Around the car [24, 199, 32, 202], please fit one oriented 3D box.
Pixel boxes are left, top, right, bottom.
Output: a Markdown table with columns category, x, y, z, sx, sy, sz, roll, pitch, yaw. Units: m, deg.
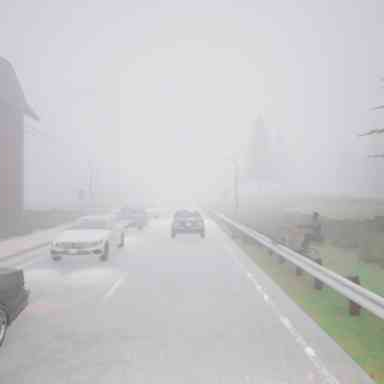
| category | x | y | z | sx | sy | sz | roll | pitch | yaw |
| --- | --- | --- | --- | --- | --- | --- | --- | --- | --- |
| car | -33.577 | 2.210 | 67.308 | 1.784 | 1.438 | 3.905 | 0 | 0 | -2 |

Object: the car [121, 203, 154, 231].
| category | x | y | z | sx | sy | sz | roll | pitch | yaw |
| --- | --- | --- | --- | --- | --- | --- | --- | --- | --- |
| car | -4.004 | 1.696 | 22.321 | 2.128 | 1.511 | 4.902 | 0 | 0 | -1 |

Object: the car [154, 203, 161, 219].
| category | x | y | z | sx | sy | sz | roll | pitch | yaw |
| --- | --- | --- | --- | --- | --- | --- | --- | --- | --- |
| car | -4.166 | 1.818 | 32.600 | 1.812 | 1.442 | 4.674 | 0 | 0 | -1 |

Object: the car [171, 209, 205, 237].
| category | x | y | z | sx | sy | sz | roll | pitch | yaw |
| --- | --- | --- | --- | --- | --- | --- | --- | --- | --- |
| car | -0.248 | 1.712 | 19.196 | 2.033 | 1.411 | 5.357 | 0 | -1 | -1 |

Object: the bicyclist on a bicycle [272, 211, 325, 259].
| category | x | y | z | sx | sy | sz | roll | pitch | yaw |
| --- | --- | --- | --- | --- | --- | --- | --- | --- | --- |
| bicyclist on a bicycle | 3.447 | 1.363 | 10.122 | 1.656 | 1.620 | 0.582 | 38 | 0 | 1 |

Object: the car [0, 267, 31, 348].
| category | x | y | z | sx | sy | sz | roll | pitch | yaw |
| --- | --- | --- | --- | --- | --- | --- | --- | --- | --- |
| car | -3.647 | 1.590 | 3.396 | 2.033 | 1.411 | 5.357 | 0 | 0 | -1 |

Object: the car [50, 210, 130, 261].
| category | x | y | z | sx | sy | sz | roll | pitch | yaw |
| --- | --- | --- | --- | --- | --- | --- | --- | --- | --- |
| car | -3.828 | 1.650 | 12.966 | 1.812 | 1.442 | 4.674 | 0 | 0 | -1 |
